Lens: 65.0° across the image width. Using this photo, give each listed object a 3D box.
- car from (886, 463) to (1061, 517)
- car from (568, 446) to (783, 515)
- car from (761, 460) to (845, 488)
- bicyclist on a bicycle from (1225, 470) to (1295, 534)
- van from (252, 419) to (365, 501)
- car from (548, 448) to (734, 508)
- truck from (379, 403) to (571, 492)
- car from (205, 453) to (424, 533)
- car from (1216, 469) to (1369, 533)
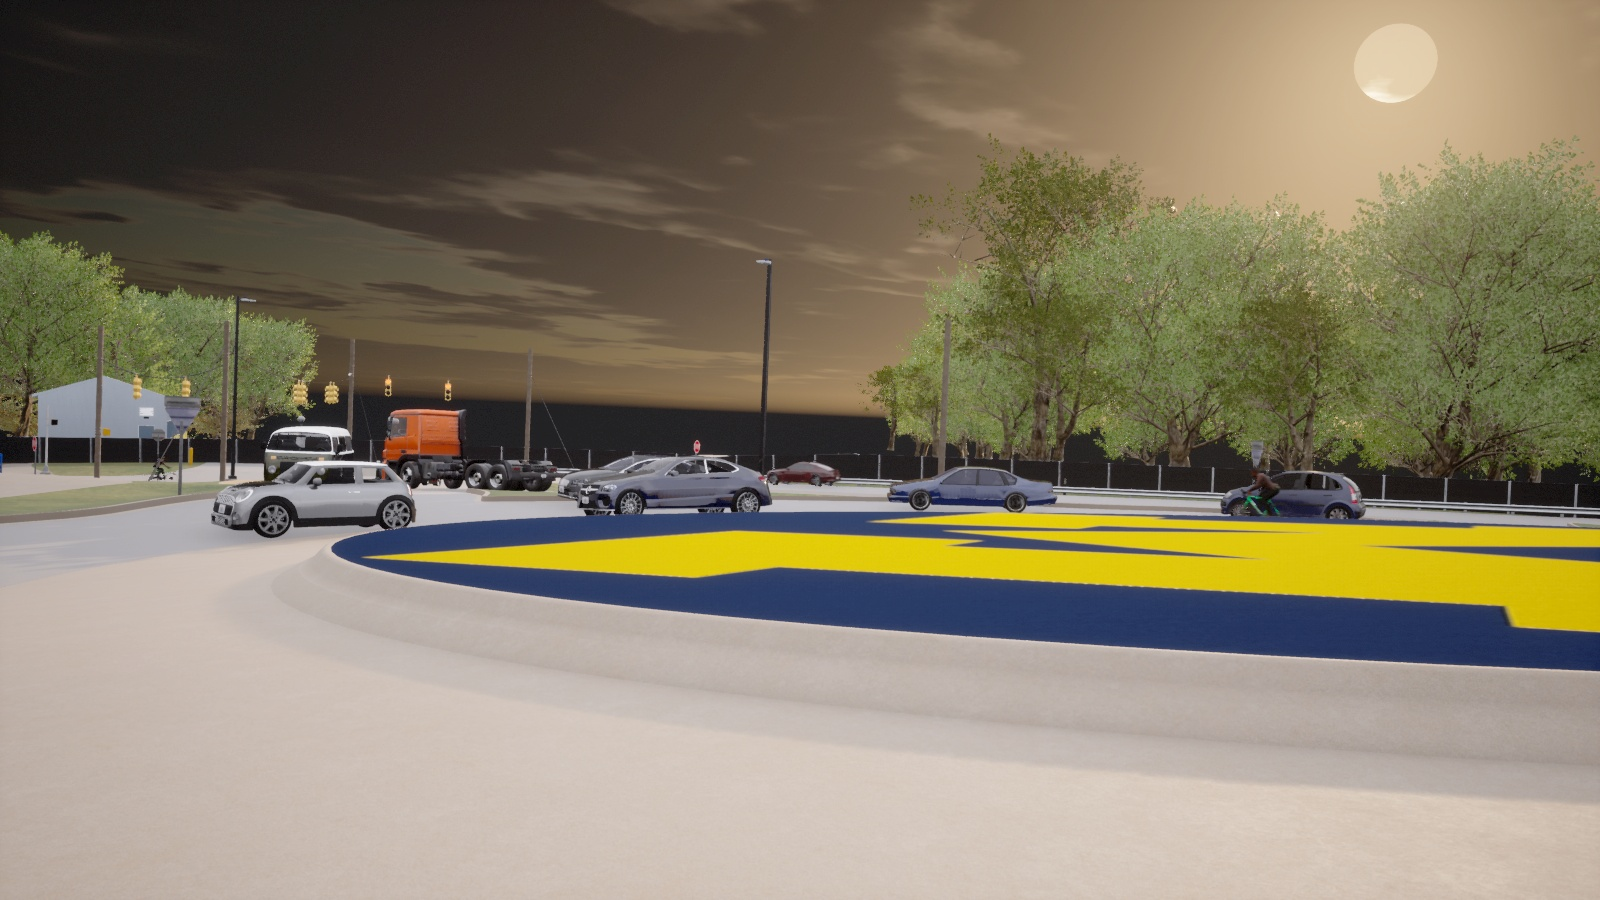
[{"bbox_3d":[5.474,1.270,40.172,5.357,1.411,2.033,2,2,3],"label":"car"},{"bbox_3d":[-3.149,0.800,32.222,5.027,1.651,2.152,2,-1,-33],"label":"car"},{"bbox_3d":[0.164,1.447,75.801,4.674,1.442,1.812,2,1,26],"label":"car"},{"bbox_3d":[12.283,1.386,33.539,1.656,1.620,0.582,1,-3,29],"label":"bicyclist on a bicycle"},{"bbox_3d":[-13.520,0.253,34.790,2.069,2.038,4.480,3,0,-11],"label":"van"},{"bbox_3d":[-4.640,0.828,36.848,4.902,1.511,2.128,2,2,-30],"label":"car"},{"bbox_3d":[-13.635,-0.136,52.392,7.936,3.462,2.891,1,-1,31],"label":"truck"},{"bbox_3d":[-10.117,0.857,26.274,3.806,1.475,1.970,1,2,-40],"label":"car"},{"bbox_3d":[14.695,1.478,37.501,3.988,1.617,1.851,3,1,30],"label":"car"}]
